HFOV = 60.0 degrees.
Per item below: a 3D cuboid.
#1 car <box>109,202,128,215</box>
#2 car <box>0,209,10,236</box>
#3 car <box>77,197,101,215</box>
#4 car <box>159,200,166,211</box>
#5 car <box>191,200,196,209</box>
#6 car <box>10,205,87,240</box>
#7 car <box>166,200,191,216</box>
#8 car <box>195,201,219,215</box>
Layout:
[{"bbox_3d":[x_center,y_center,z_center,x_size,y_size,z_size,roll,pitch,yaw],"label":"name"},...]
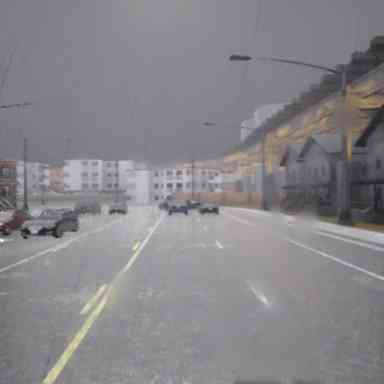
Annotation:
[{"bbox_3d":[-8.670,1.939,39.607,2.033,1.411,5.357,-1,0,-6],"label":"car"},{"bbox_3d":[-11.415,1.804,20.574,1.812,1.442,4.674,-1,0,-2],"label":"car"},{"bbox_3d":[-12.150,1.666,39.211,2.150,2.045,5.566,-1,0,-6],"label":"car"},{"bbox_3d":[-3.440,1.884,47.841,2.128,1.511,4.902,0,0,-20],"label":"car"},{"bbox_3d":[-0.132,1.889,48.962,1.812,1.442,4.674,0,0,-20],"label":"car"},{"bbox_3d":[-7.840,1.717,18.796,2.128,1.511,4.902,-1,0,-2],"label":"car"},{"bbox_3d":[-1.586,1.646,37.364,2.097,1.767,4.553,-1,0,-4],"label":"car"},{"bbox_3d":[1.854,1.827,38.182,1.994,1.385,4.181,-1,0,-5],"label":"car"}]
